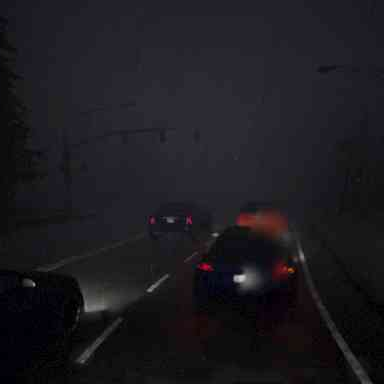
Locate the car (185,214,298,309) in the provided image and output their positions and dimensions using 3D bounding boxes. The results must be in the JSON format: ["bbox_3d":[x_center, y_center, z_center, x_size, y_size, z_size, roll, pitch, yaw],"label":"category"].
[{"bbox_3d":[1.339,1.473,7.798,1.994,1.385,4.181,0,1,13],"label":"car"}]

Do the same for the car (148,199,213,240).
[{"bbox_3d":[-0.368,1.171,15.653,2.097,1.767,4.553,0,1,14],"label":"car"}]

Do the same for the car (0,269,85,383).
[{"bbox_3d":[-2.926,1.517,3.858,1.994,1.385,4.181,0,1,7],"label":"car"}]

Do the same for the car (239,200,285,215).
[{"bbox_3d":[3.378,1.166,16.190,2.097,1.767,4.553,0,1,14],"label":"car"}]
